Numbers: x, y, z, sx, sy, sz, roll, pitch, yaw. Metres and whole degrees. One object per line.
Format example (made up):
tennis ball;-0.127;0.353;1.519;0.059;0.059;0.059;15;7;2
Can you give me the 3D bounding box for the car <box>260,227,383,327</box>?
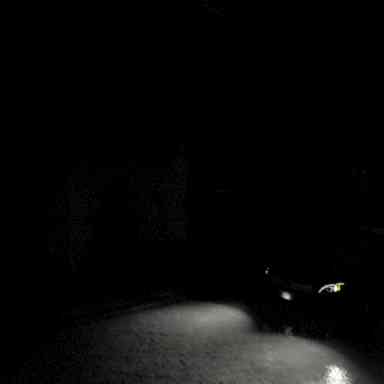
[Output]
car;3.533;1.526;7.129;4.674;1.442;1.812;0;0;-36
